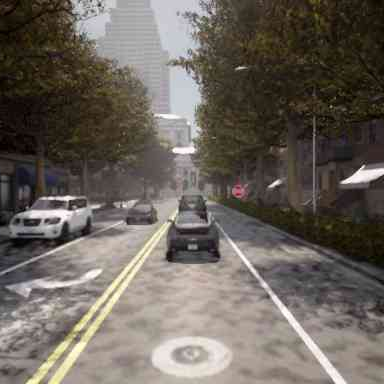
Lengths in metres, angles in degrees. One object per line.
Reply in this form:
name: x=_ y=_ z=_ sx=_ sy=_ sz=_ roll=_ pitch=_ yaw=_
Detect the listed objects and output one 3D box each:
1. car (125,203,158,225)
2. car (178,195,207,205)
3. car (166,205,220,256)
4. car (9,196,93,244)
car: x=-3.548 y=1.514 z=24.166 sx=1.812 sy=1.442 sz=4.674 roll=0 pitch=0 yaw=1
car: x=0.035 y=1.210 z=26.896 sx=2.150 sy=2.045 sz=5.566 roll=0 pitch=0 yaw=0
car: x=0.045 y=1.500 z=13.063 sx=1.837 sy=1.490 sz=4.892 roll=0 pitch=0 yaw=0
car: x=-6.552 y=1.221 z=16.235 sx=2.435 sy=2.045 sz=5.566 roll=0 pitch=0 yaw=0
